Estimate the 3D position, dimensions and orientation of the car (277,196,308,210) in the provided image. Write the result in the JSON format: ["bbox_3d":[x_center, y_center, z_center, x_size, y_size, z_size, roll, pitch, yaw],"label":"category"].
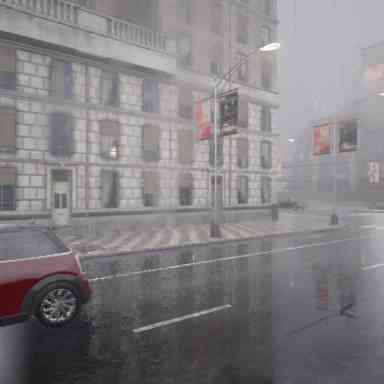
[{"bbox_3d":[12.435,1.352,42.203,2.097,1.767,4.553,0,0,-36],"label":"car"}]

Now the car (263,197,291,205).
[{"bbox_3d":[14.931,1.601,58.480,1.895,1.301,4.718,0,0,-37],"label":"car"}]

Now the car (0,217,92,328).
[{"bbox_3d":[-4.099,1.352,5.386,4.553,1.767,2.097,0,0,-35],"label":"car"}]
